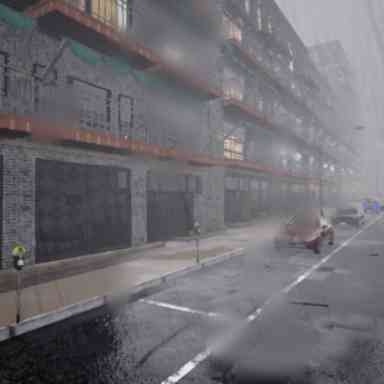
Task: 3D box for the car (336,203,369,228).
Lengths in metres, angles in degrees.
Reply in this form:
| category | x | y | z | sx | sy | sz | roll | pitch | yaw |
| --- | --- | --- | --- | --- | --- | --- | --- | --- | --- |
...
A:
| category | x | y | z | sx | sy | sz | roll | pitch | yaw |
| --- | --- | --- | --- | --- | --- | --- | --- | --- | --- |
| car | 11.072 | 1.684 | 23.580 | 1.947 | 1.339 | 4.313 | 0 | 0 | 33 |

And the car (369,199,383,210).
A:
| category | x | y | z | sx | sy | sz | roll | pitch | yaw |
| --- | --- | --- | --- | --- | --- | --- | --- | --- | --- |
| car | 26.580 | 1.709 | 47.321 | 2.008 | 1.369 | 4.403 | 0 | 0 | 33 |

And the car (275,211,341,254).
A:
| category | x | y | z | sx | sy | sz | roll | pitch | yaw |
| --- | --- | --- | --- | --- | --- | --- | --- | --- | --- |
| car | 4.868 | 1.682 | 14.084 | 1.802 | 1.307 | 4.206 | 0 | 0 | 33 |

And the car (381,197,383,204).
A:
| category | x | y | z | sx | sy | sz | roll | pitch | yaw |
| --- | --- | --- | --- | --- | --- | --- | --- | --- | --- |
| car | 38.987 | 1.745 | 66.313 | 1.947 | 1.339 | 4.313 | 0 | 0 | 33 |

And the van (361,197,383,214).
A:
| category | x | y | z | sx | sy | sz | roll | pitch | yaw |
| --- | --- | --- | --- | --- | --- | --- | --- | --- | --- |
| van | 20.376 | 1.485 | 37.826 | 1.690 | 1.788 | 3.998 | 0 | 0 | 33 |
